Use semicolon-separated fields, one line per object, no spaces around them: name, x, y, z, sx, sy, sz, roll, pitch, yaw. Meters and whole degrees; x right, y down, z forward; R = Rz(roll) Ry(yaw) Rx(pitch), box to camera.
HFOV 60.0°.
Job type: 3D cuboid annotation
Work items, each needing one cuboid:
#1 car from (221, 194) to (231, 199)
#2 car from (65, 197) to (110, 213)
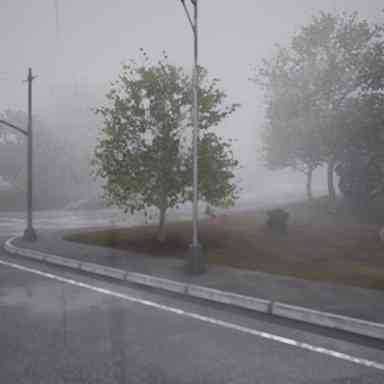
car;4.753;0.181;54.431;2.097;1.767;4.553;0;3;39
car;-10.842;1.349;34.892;1.837;1.490;4.892;0;2;39
